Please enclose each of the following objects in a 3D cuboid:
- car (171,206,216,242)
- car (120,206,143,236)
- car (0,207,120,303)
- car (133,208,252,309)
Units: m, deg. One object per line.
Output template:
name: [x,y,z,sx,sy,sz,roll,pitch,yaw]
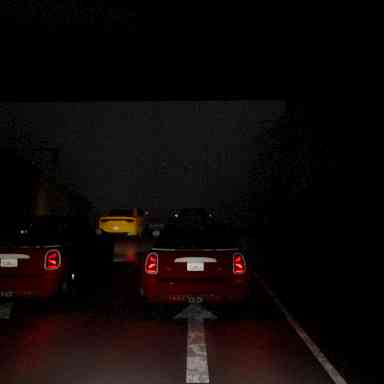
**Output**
car: [0.074,1.547,17.574,2.033,1.411,5.357,0,0,0]
car: [-3.427,1.478,17.465,1.882,1.535,5.008,0,0,0]
car: [-3.426,1.352,8.376,2.097,1.767,4.553,0,0,0]
car: [0.069,1.352,8.047,2.097,1.767,4.553,0,0,0]
